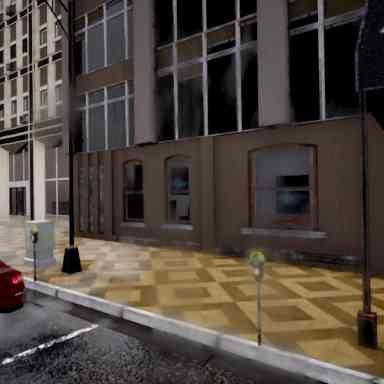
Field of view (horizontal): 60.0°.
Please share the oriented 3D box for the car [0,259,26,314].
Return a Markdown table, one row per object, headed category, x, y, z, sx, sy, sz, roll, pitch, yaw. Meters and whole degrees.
| category | x | y | z | sx | sy | sz | roll | pitch | yaw |
| --- | --- | --- | --- | --- | --- | --- | --- | --- | --- |
| car | -4.784 | 1.584 | 6.300 | 4.206 | 1.307 | 1.802 | 0 | -1 | 36 |
